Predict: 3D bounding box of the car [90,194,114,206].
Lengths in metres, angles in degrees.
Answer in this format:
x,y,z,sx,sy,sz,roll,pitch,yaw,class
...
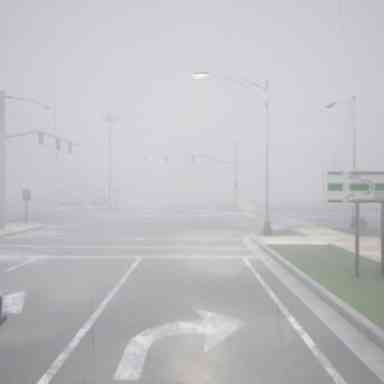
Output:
x,y,z,sx,sy,sz,roll,pitch,yaw,class
-14.441,1.474,52.343,2.033,1.411,5.357,0,0,1,car

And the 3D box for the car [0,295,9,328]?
x,y,z,sx,sy,sz,roll,pitch,yaw,class
-3.439,1.598,2.414,1.895,1.301,4.718,0,0,0,car

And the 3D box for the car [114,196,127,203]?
x,y,z,sx,sy,sz,roll,pitch,yaw,class
-14.202,1.433,65.824,1.812,1.442,4.674,0,0,1,car

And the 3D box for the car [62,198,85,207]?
x,y,z,sx,sy,sz,roll,pitch,yaw,class
-17.981,1.530,50.411,1.895,1.301,4.718,0,0,1,car
